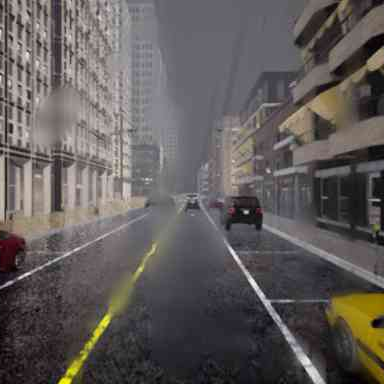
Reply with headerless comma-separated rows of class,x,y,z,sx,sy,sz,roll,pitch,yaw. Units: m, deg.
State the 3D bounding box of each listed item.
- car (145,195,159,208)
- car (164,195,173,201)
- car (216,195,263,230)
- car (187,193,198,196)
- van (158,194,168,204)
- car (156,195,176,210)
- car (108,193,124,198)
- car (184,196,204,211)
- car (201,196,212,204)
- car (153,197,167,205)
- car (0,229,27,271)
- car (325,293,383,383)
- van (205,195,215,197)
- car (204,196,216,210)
car,-5.667,1.556,47.809,1.947,1.339,4.313,0,0,0
car,-5.652,1.442,81.701,1.967,1.590,4.097,0,0,0
car,3.010,1.216,21.156,2.150,2.045,5.566,0,0,0
car,0.026,1.212,52.397,2.150,2.045,5.566,0,0,0
van,-5.659,1.335,64.755,1.690,1.788,3.998,0,0,0
car,-3.067,1.496,42.582,1.837,1.490,4.892,0,0,0
car,-21.087,1.076,92.490,4.097,1.590,1.967,1,-1,0
car,0.066,1.537,40.037,2.033,1.411,5.357,0,0,1
car,2.721,1.545,64.750,2.008,1.369,4.403,0,0,0
car,-5.662,1.543,59.106,2.008,1.369,4.403,0,0,0
car,-5.685,1.577,8.269,1.802,1.307,4.206,0,0,0
car,2.692,1.524,2.786,1.752,1.417,4.829,0,0,0
van,2.713,1.331,47.805,1.690,1.788,3.998,0,0,0
car,2.711,1.571,42.156,1.802,1.307,4.206,0,0,0
